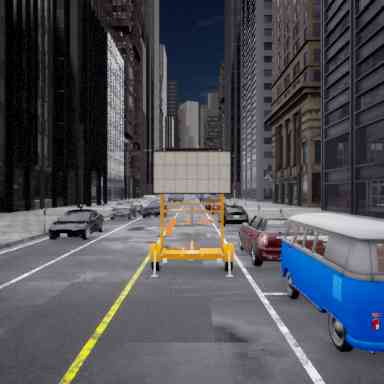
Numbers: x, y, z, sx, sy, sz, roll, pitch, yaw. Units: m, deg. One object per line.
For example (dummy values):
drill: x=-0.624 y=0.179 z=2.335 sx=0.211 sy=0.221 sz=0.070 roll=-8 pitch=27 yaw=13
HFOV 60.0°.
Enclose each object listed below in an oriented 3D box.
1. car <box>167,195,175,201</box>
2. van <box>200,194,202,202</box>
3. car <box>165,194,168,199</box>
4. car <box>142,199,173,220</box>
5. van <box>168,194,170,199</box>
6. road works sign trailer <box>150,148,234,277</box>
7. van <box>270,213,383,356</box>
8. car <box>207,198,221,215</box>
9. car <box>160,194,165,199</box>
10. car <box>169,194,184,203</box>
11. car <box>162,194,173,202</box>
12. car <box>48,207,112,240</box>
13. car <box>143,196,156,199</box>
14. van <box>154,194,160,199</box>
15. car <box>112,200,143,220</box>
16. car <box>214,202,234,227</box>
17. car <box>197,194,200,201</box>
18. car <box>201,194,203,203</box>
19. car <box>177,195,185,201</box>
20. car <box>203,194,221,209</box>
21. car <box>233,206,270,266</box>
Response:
car: x=-5.728 y=1.609 z=90.018 sx=2.008 sy=1.369 sz=4.403 roll=0 pitch=0 yaw=0
van: x=2.786 y=1.374 z=61.978 sx=1.690 sy=1.788 sz=3.998 roll=0 pitch=0 yaw=0
car: x=-5.741 y=1.343 z=56.361 sx=2.192 sy=1.841 sz=5.009 roll=0 pitch=0 yaw=0
car: x=-3.090 y=1.555 z=28.772 sx=2.033 sy=1.411 sz=5.357 roll=0 pitch=0 yaw=0
van: x=-5.734 y=1.383 z=73.190 sx=1.690 sy=1.788 sz=3.998 roll=0 pitch=0 yaw=0
road works sign trailer: x=0.004 y=0.465 z=10.222 sx=2.380 sy=3.560 sz=2.880 roll=0 pitch=0 yaw=0
van: x=2.766 y=1.341 z=5.887 sx=1.690 sy=1.788 sz=3.998 roll=0 pitch=0 yaw=0
car: x=2.776 y=1.593 z=33.933 sx=1.802 sy=1.307 sz=4.206 roll=0 pitch=0 yaw=0
car: x=-5.743 y=1.463 z=50.751 sx=1.967 sy=1.590 sz=4.097 roll=0 pitch=0 yaw=0
car: x=-2.977 y=1.580 z=68.495 sx=2.033 sy=1.411 sz=5.357 roll=0 pitch=0 yaw=0
car: x=-5.732 y=1.363 z=78.799 sx=2.192 sy=1.841 sz=5.009 roll=0 pitch=0 yaw=0
car: x=-5.755 y=1.568 z=17.095 sx=1.947 sy=1.339 sz=4.313 roll=0 pitch=0 yaw=0
car: x=-5.747 y=1.540 z=39.362 sx=1.752 sy=1.417 sz=4.829 roll=0 pitch=0 yaw=0
van: x=-5.745 y=1.360 z=45.142 sx=1.690 sy=1.788 sz=3.998 roll=0 pitch=0 yaw=0
car: x=-5.751 y=1.558 z=28.314 sx=2.008 sy=1.369 sz=4.403 roll=0 pitch=0 yaw=0
car: x=2.772 y=1.570 z=22.714 sx=1.947 sy=1.339 sz=4.313 roll=0 pitch=0 yaw=0
car: x=2.791 y=1.357 z=73.197 sx=2.192 sy=1.841 sz=5.009 roll=0 pitch=0 yaw=0
car: x=2.780 y=1.334 z=45.151 sx=2.192 sy=1.841 sz=5.009 roll=0 pitch=0 yaw=0
car: x=-2.966 y=1.606 z=90.049 sx=2.033 sy=1.411 sz=5.357 roll=0 pitch=0 yaw=0
car: x=2.778 y=1.330 z=39.542 sx=2.192 sy=1.841 sz=5.009 roll=0 pitch=0 yaw=0
car: x=2.768 y=1.441 z=11.496 sx=1.967 sy=1.590 sz=4.097 roll=0 pitch=0 yaw=0
